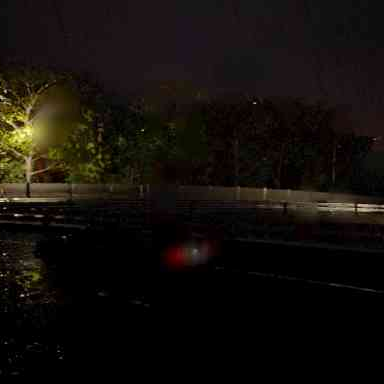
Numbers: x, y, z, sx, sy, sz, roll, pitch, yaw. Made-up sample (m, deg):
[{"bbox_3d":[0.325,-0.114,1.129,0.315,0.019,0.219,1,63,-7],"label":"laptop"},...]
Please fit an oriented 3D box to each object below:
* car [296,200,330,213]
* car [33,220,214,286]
[{"bbox_3d":[15.750,1.772,43.248,4.553,1.767,2.097,2,-1,-25],"label":"car"},{"bbox_3d":[-2.072,1.505,9.271,5.357,1.411,2.033,0,0,32],"label":"car"}]
